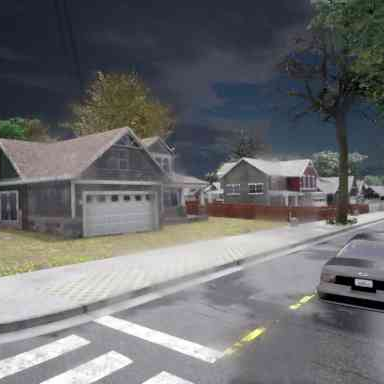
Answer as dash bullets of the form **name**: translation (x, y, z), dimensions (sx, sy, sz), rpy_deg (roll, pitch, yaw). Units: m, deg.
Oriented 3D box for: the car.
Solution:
- **car**: translation (4.562, 1.671, 7.795), dimensions (2.033, 1.411, 5.357), rpy_deg (-2, -2, 38)
